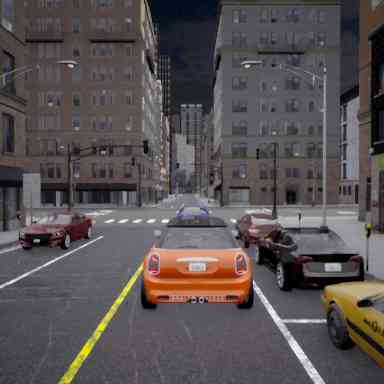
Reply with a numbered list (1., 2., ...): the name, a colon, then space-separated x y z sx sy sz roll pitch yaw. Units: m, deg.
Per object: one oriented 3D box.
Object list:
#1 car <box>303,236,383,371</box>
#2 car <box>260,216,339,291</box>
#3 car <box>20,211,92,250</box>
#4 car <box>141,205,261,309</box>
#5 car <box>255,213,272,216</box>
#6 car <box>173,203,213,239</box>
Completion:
1. car: 2.866 1.524 3.415 1.752 1.417 4.829 -1 0 0
2. car: 2.866 1.563 8.832 1.947 1.339 4.313 -1 0 0
3. car: -5.680 1.540 14.414 1.887 1.381 4.507 -1 0 0
4. car: 0.097 1.350 8.028 2.097 1.767 4.553 0 0 0
5. car: 2.866 1.577 14.418 1.802 1.307 4.206 -1 0 0
6. car: 0.099 1.472 18.316 1.882 1.535 5.008 0 0 1
